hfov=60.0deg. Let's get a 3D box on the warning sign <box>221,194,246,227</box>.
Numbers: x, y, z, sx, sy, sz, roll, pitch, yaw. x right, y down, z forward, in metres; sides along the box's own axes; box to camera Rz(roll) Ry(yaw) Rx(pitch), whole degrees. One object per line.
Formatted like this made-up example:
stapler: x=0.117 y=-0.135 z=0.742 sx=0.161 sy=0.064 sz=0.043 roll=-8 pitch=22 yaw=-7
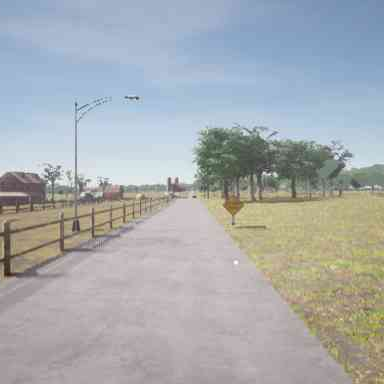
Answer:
warning sign: x=2.460 y=1.083 z=19.833 sx=1.300 sy=1.860 sz=1.060 roll=1 pitch=1 yaw=0
